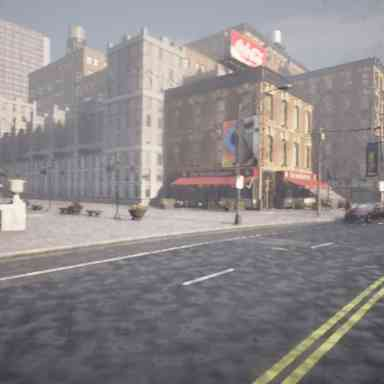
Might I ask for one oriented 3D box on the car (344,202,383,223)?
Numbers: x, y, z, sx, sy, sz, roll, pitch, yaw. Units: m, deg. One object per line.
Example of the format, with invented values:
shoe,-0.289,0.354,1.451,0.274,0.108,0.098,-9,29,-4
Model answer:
car,13.869,1.541,25.758,4.674,1.452,2.002,1,0,-29
